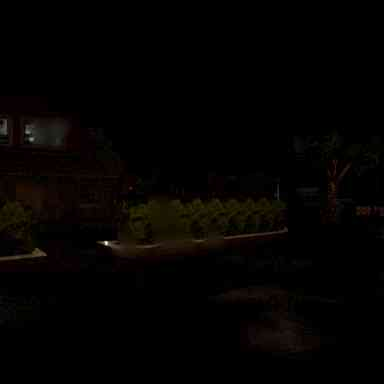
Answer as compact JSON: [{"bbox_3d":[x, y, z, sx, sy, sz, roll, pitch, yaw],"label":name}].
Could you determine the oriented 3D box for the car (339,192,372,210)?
[{"bbox_3d":[17.451,0.989,36.235,3.866,1.878,1.905,0,0,0],"label":"car"}]

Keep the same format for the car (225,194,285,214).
[{"bbox_3d":[4.649,1.221,26.235,2.150,2.045,5.566,0,0,-35],"label":"car"}]
